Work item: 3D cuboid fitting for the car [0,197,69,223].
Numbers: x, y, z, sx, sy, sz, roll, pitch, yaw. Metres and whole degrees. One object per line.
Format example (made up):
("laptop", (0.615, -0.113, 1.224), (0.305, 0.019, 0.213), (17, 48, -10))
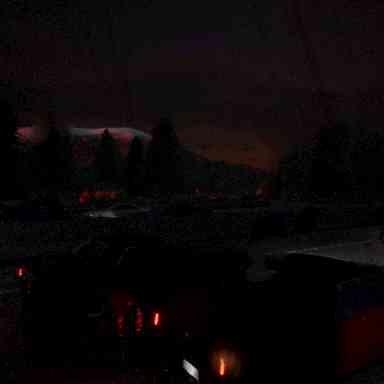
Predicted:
("car", (-10.629, 1.246, 21.875), (4.553, 1.767, 2.097), (0, 0, -33))

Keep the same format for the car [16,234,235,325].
("car", (-0.986, 1.567, 7.049), (4.718, 1.301, 1.895), (0, 0, -33))

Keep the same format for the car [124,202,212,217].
("car", (-1.134, 1.388, 19.555), (5.008, 1.535, 1.882), (0, 0, -31))

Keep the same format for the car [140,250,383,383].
("car", (1.857, 1.580, 4.731), (4.718, 1.301, 1.895), (0, 0, -33))

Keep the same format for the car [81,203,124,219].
("car", (-4.732, 1.425, 21.471), (4.674, 1.442, 1.812), (0, 0, -31))

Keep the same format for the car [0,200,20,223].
("car", (-14.940, 1.363, 23.221), (5.008, 1.535, 1.882), (0, 0, -34))
